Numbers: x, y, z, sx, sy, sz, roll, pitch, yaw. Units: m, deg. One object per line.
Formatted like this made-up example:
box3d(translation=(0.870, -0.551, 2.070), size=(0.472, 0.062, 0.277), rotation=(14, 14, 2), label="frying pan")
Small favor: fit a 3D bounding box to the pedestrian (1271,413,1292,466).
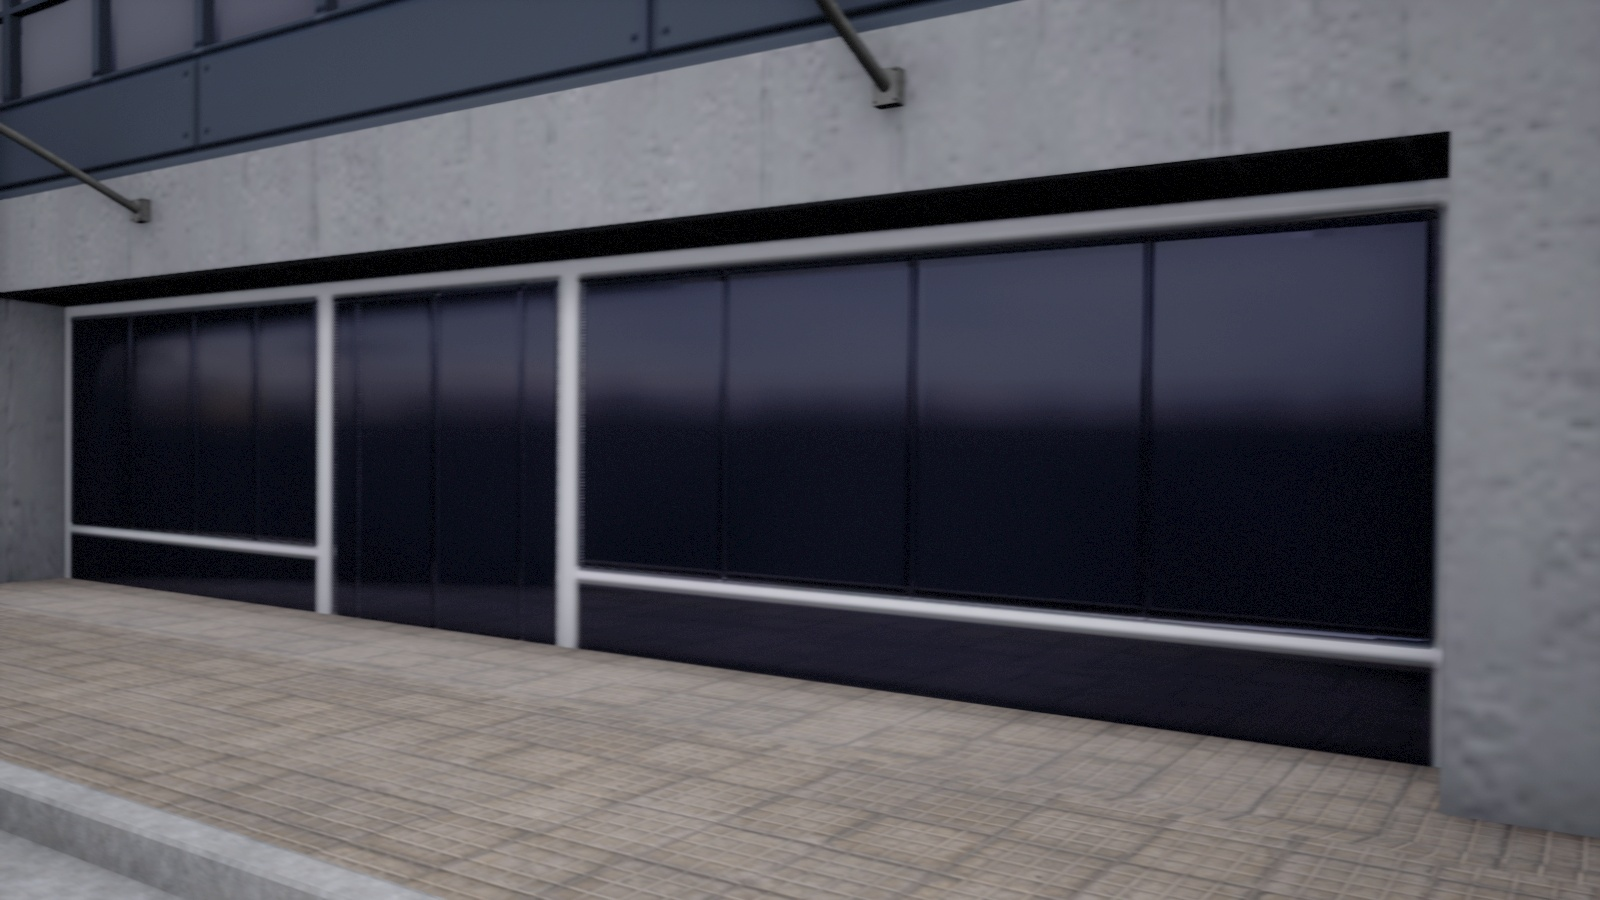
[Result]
box3d(translation=(17.609, -0.394, 45.902), size=(0.692, 1.930, 0.395), rotation=(0, 1, 23), label="pedestrian")
